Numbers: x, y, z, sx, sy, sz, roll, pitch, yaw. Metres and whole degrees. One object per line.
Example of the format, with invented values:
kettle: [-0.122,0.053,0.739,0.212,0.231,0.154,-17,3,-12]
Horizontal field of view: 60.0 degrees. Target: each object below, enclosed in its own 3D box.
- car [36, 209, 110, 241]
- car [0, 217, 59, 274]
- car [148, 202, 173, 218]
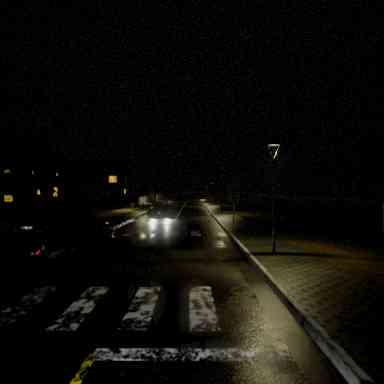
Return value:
car: [-5.791,1.475,14.908,1.994,1.385,4.181,4,1,44]
car: [-6.515,1.371,8.495,5.357,1.411,2.033,5,0,-17]
car: [-2.718,1.562,29.607,1.994,1.385,4.181,0,0,0]
